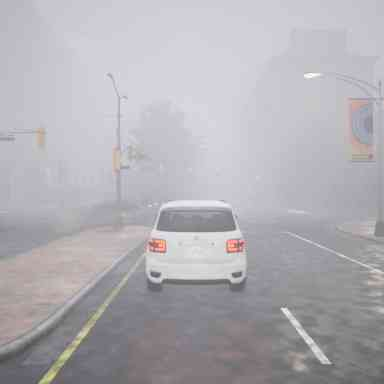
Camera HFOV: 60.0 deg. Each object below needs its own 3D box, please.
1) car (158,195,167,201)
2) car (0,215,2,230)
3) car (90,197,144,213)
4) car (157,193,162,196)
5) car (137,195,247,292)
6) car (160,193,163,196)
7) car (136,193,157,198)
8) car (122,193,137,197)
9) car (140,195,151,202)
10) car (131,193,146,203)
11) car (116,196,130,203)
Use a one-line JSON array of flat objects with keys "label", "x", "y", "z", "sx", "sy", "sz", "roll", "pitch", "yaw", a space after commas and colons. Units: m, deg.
[{"label": "car", "x": -7.649, "y": 1.552, "z": 86.305, "sx": 1.994, "sy": 1.385, "sz": 4.181, "roll": 0, "pitch": 0, "yaw": 0}, {"label": "car", "x": -11.617, "y": 1.352, "z": 16.764, "sx": 2.097, "sy": 1.767, "sz": 4.553, "roll": 0, "pitch": 0, "yaw": -5}, {"label": "car", "x": -8.528, "y": 1.547, "z": 36.869, "sx": 5.357, "sy": 1.411, "sz": 2.033, "roll": 0, "pitch": 0, "yaw": -23}, {"label": "car", "x": -7.753, "y": 1.525, "z": 66.873, "sx": 1.812, "sy": 1.442, "sz": 4.674, "roll": 0, "pitch": 0, "yaw": 1}, {"label": "car", "x": 0.108, "y": 1.221, "z": 9.101, "sx": 2.150, "sy": 2.045, "sz": 5.566, "roll": 0, "pitch": 0, "yaw": 1}, {"label": "car", "x": -7.690, "y": 1.225, "z": 76.490, "sx": 2.150, "sy": 2.045, "sz": 5.566, "roll": 0, "pitch": 0, "yaw": 0}, {"label": "car", "x": -7.845, "y": 1.352, "z": 57.989, "sx": 2.097, "sy": 1.767, "sz": 4.553, "roll": 0, "pitch": 0, "yaw": 0}, {"label": "car", "x": -11.326, "y": 1.491, "z": 59.772, "sx": 2.128, "sy": 1.511, "sz": 4.902, "roll": 0, "pitch": 0, "yaw": 1}, {"label": "car", "x": -11.175, "y": 1.525, "z": 80.129, "sx": 2.128, "sy": 1.511, "sz": 4.902, "roll": 0, "pitch": 0, "yaw": 0}, {"label": "car", "x": -11.218, "y": 1.225, "z": 69.691, "sx": 2.150, "sy": 2.045, "sz": 5.566, "roll": 0, "pitch": 0, "yaw": 0}, {"label": "car", "x": -14.466, "y": 1.595, "z": 69.824, "sx": 1.895, "sy": 1.301, "sz": 4.718, "roll": 0, "pitch": 0, "yaw": 0}]
